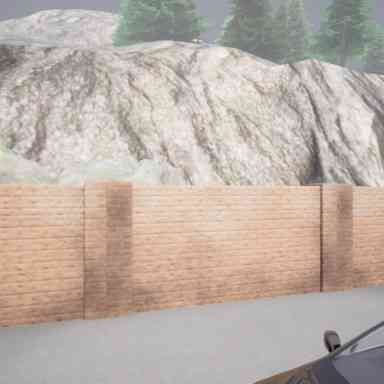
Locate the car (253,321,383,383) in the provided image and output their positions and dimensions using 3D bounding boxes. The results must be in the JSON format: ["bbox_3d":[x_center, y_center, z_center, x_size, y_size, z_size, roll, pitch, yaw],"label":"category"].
[{"bbox_3d":[2.083,1.492,1.955,4.902,1.511,2.128,0,0,-19],"label":"car"}]
